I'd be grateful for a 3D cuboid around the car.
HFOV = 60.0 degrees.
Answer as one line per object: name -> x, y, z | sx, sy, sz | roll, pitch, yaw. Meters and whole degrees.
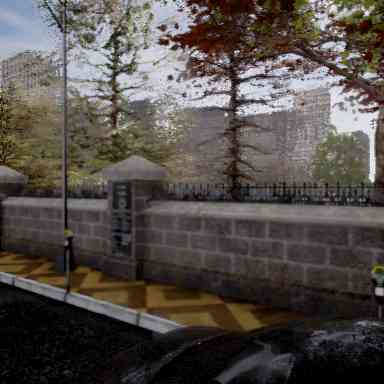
car -> 0.946, 1.556, 2.050 | 4.313, 1.339, 1.947 | 0, 0, 35
